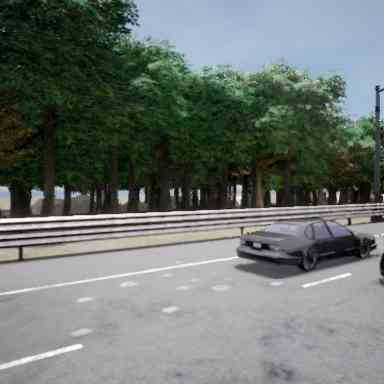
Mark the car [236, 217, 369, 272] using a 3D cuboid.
[{"bbox_3d":[3.881,1.543,10.810,5.357,1.411,2.033,0,0,-35],"label":"car"}]

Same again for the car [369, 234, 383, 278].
[{"bbox_3d":[6.633,1.559,8.478,4.181,1.385,1.994,0,0,-35],"label":"car"}]
